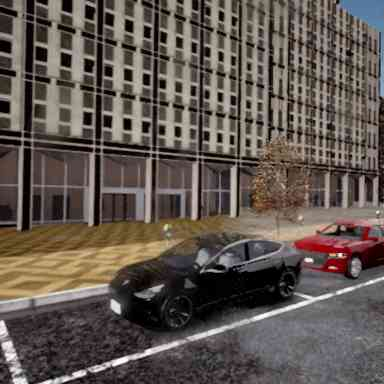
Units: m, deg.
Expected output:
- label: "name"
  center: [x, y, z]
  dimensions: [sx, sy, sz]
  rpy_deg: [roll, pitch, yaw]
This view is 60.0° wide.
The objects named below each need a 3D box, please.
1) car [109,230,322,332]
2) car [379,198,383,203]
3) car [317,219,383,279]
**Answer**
- label: "car"
  center: [0.488, 1.567, 6.892]
  dimensions: [4.313, 1.339, 1.947]
  rpy_deg: [0, 1, -35]
- label: "car"
  center: [39.156, 1.581, 66.687]
  dimensions: [1.802, 1.307, 4.206]
  rpy_deg: [2, -1, -36]
- label: "car"
  center: [4.921, 1.546, 10.055]
  dimensions: [4.507, 1.381, 1.887]
  rpy_deg: [0, 1, -35]
